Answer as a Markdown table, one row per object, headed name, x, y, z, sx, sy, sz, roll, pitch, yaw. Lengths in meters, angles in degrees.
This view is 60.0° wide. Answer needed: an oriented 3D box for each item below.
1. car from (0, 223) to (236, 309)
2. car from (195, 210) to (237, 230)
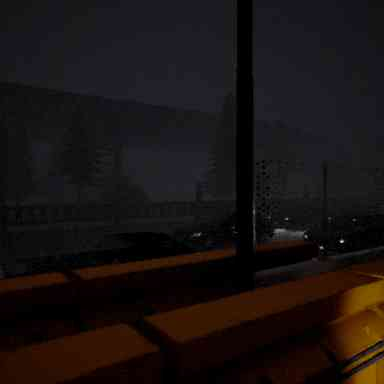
| name | x | y | z | sx | sy | sz | roll | pitch | yaw |
| --- | --- | --- | --- | --- | --- | --- | --- | --- | --- |
| car | -1.491 | 1.593 | 7.216 | 4.718 | 1.301 | 1.895 | 0 | 0 | -35 |
| car | 1.404 | 1.500 | 13.547 | 4.674 | 1.442 | 1.812 | 0 | 0 | -36 |
